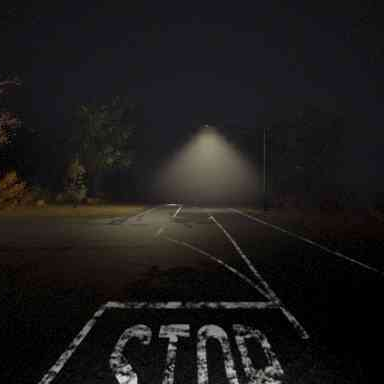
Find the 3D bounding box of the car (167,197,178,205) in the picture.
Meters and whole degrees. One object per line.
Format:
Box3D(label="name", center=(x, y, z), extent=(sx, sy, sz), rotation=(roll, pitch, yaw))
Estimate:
Box3D(label="car", center=(-3.585, 1.645, 61.684), extent=(1.994, 1.385, 4.181), rotation=(0, 0, -1))
